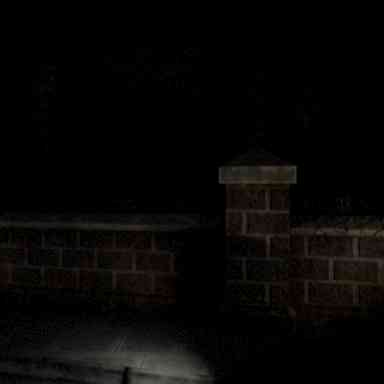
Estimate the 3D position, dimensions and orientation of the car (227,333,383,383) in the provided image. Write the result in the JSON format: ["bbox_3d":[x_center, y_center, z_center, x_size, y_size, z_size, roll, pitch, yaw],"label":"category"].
[{"bbox_3d":[2.517,1.528,2.063,4.674,1.442,1.812,0,0,12],"label":"car"}]
